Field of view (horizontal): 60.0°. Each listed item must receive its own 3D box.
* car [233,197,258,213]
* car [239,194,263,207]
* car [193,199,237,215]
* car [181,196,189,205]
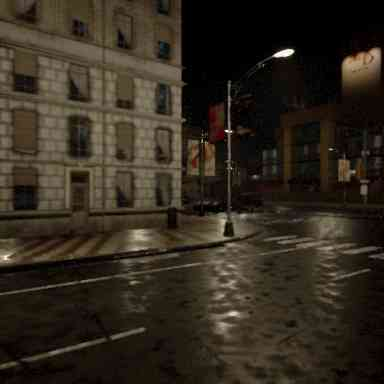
[{"bbox_3d":[4.824,1.580,37.369,1.812,1.442,4.674,0,0,-36],"label":"car"},{"bbox_3d":[8.589,1.300,52.080,2.150,2.045,5.566,0,0,-36],"label":"car"},{"bbox_3d":[2.176,1.648,35.058,1.895,1.301,4.718,0,0,-36],"label":"car"},{"bbox_3d":[-2.718,1.424,61.121,4.553,1.767,2.097,0,0,39],"label":"car"}]
